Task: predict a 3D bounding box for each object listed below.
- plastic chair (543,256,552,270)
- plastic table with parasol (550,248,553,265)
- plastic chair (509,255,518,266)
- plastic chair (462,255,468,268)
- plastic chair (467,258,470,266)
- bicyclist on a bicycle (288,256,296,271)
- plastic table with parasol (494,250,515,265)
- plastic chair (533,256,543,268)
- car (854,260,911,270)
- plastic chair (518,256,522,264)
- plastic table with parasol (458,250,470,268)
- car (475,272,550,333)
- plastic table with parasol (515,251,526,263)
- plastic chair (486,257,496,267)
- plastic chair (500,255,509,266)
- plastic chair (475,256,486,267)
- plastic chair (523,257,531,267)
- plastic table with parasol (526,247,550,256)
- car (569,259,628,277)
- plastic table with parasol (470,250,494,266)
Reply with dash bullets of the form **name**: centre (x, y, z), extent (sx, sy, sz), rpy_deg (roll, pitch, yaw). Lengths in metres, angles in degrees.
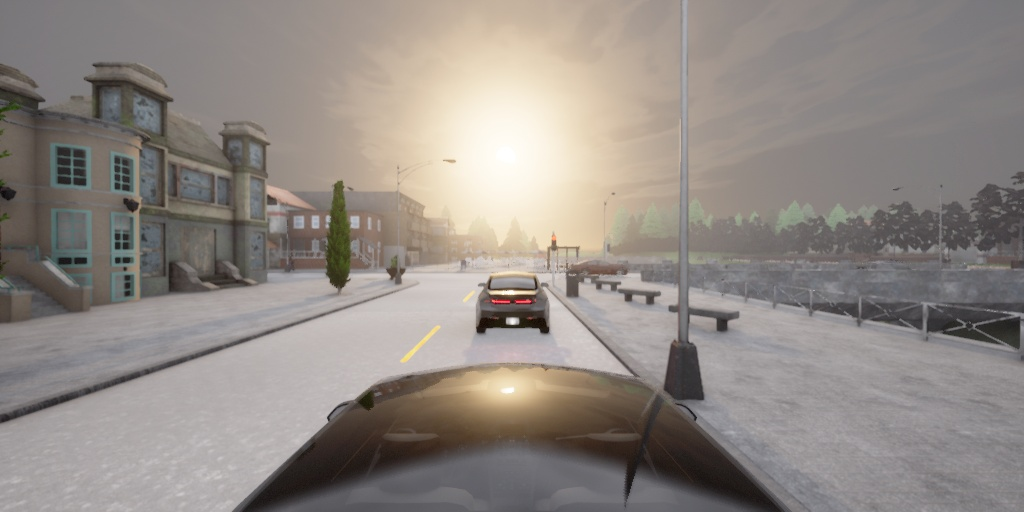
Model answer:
- **plastic chair**: centre (4.838, 0.959, 49.964), extent (0.730, 1.272, 0.750), rpy_deg (0, 0, 0)
- **plastic table with parasol**: centre (4.987, 0.296, 58.764), extent (2.482, 2.480, 2.482), rpy_deg (0, 0, 0)
- **plastic chair**: centre (0.137, 0.907, 57.763), extent (0.730, 1.272, 0.750), rpy_deg (0, 0, 0)
- **plastic chair**: centre (-7.059, 0.917, 56.294), extent (0.750, 1.272, 0.730), rpy_deg (0, 0, -1)
- **plastic chair**: centre (-5.563, 0.953, 50.963), extent (0.730, 1.272, 0.750), rpy_deg (0, 0, 0)
- **bicyclist on a bicycle**: centre (-24.192, 0.851, 39.250), extent (0.582, 1.620, 1.656), rpy_deg (0, 1, 0)
- **plastic table with parasol**: centre (-1.213, 0.303, 57.863), extent (2.482, 2.480, 2.482), rpy_deg (0, 0, 0)
- **plastic chair**: centre (3.438, 0.966, 48.864), extent (0.750, 1.272, 0.730), rpy_deg (0, 0, 0)
- **car**: centre (36.136, 1.091, 35.056), extent (4.181, 1.385, 1.994), rpy_deg (0, 0, 0)
- **plastic chair**: centre (1.040, 0.864, 64.295), extent (0.750, 1.272, 0.730), rpy_deg (0, 0, -1)
- **plastic table with parasol**: centre (-7.133, 0.305, 57.472), extent (2.482, 2.480, 2.482), rpy_deg (0, 0, 0)
- **car**: centre (0.034, 1.197, 10.460), extent (1.837, 1.490, 4.892), rpy_deg (0, 0, 1)
- **plastic table with parasol**: centre (1.156, 0.252, 65.473), extent (2.482, 2.480, 2.482), rpy_deg (0, 0, 0)
- **plastic chair**: centre (-2.962, 0.954, 50.763), extent (0.730, 1.272, 0.750), rpy_deg (0, 0, 0)
- **plastic chair**: centre (-1.263, 0.915, 56.663), extent (0.750, 1.272, 0.730), rpy_deg (0, 0, 0)
- **plastic chair**: centre (-4.362, 0.961, 49.663), extent (0.750, 1.272, 0.730), rpy_deg (0, 0, 0)
- **plastic chair**: centre (2.238, 0.957, 50.163), extent (0.730, 1.272, 0.750), rpy_deg (0, 0, 0)
- **plastic table with parasol**: centre (3.578, 0.354, 50.134), extent (2.482, 2.480, 2.482), rpy_deg (0, 0, 0)
- **car**: centre (7.530, 1.032, 31.150), extent (5.008, 1.535, 1.882), rpy_deg (0, -1, -4)
- **plastic table with parasol**: centre (-4.242, 0.349, 50.883), extent (2.482, 2.480, 2.482), rpy_deg (0, 0, 0)
